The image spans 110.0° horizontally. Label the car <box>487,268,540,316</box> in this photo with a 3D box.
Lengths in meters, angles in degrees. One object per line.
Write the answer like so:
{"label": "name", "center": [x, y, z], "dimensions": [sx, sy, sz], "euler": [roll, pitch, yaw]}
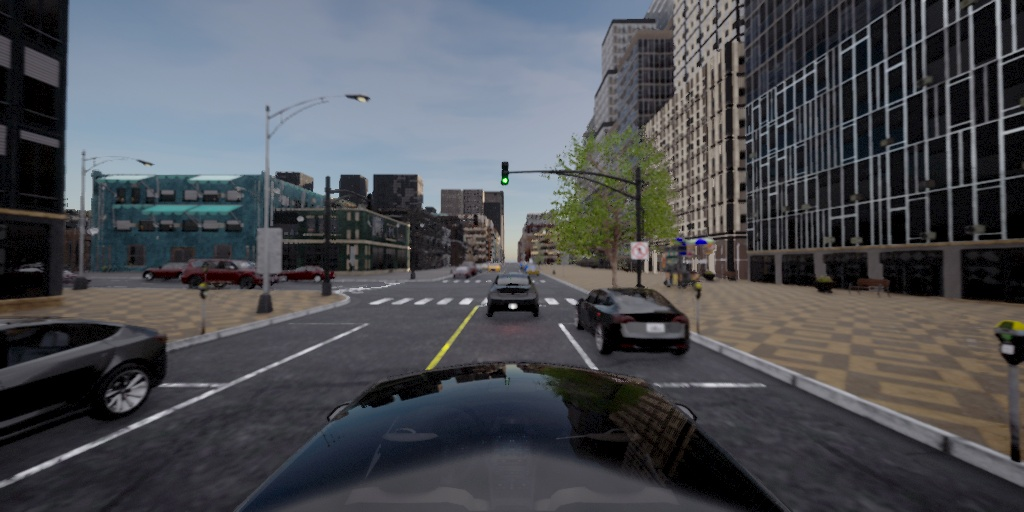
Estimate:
{"label": "car", "center": [0.053, 1.423, 14.192], "dimensions": [1.837, 1.490, 4.892], "euler": [0, 0, 1]}

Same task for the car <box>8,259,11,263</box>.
{"label": "car", "center": [-33.795, 1.034, 21.656], "dimensions": [4.097, 1.591, 1.967], "euler": [0, 0, -1]}

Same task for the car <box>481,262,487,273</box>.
{"label": "car", "center": [-5.688, 2.052, 57.921], "dimensions": [2.007, 1.370, 4.403], "euler": [0, 0, 0]}

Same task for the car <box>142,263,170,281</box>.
{"label": "car", "center": [-28.368, 1.257, 30.111], "dimensions": [4.097, 1.591, 1.967], "euler": [0, 0, -1]}

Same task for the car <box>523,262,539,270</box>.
{"label": "car", "center": [2.692, 1.878, 46.992], "dimensions": [1.751, 1.417, 4.829], "euler": [0, 0, 0]}

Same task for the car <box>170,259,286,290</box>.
{"label": "car", "center": [-17.158, 1.118, 21.886], "dimensions": [5.009, 1.841, 2.192], "euler": [0, 0, -1]}

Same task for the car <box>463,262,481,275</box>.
{"label": "car", "center": [-5.688, 1.667, 46.820], "dimensions": [2.192, 1.841, 5.009], "euler": [0, 0, 0]}

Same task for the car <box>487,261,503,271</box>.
{"label": "car", "center": [-3.043, 2.020, 61.023], "dimensions": [1.882, 1.535, 5.008], "euler": [0, -1, 1]}

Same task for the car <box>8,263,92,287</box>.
{"label": "car", "center": [-28.250, 1.246, 21.733], "dimensions": [4.207, 1.307, 1.802], "euler": [0, 0, -1]}

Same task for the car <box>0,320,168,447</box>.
{"label": "car", "center": [-5.690, 1.336, 3.257], "dimensions": [1.948, 1.339, 4.313], "euler": [0, 0, 0]}

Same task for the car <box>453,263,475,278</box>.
{"label": "car", "center": [-5.688, 1.860, 41.269], "dimensions": [1.802, 1.307, 4.207], "euler": [0, 0, 0]}

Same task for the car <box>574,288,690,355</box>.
{"label": "car", "center": [2.691, 1.410, 8.796], "dimensions": [1.948, 1.339, 4.313], "euler": [0, 0, 0]}

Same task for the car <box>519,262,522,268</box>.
{"label": "car", "center": [2.693, 2.126, 63.474], "dimensions": [2.007, 1.370, 4.403], "euler": [0, 0, 0]}

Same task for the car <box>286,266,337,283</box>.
{"label": "car", "center": [-17.276, 1.501, 30.264], "dimensions": [4.507, 1.381, 1.888], "euler": [0, 0, -1]}
